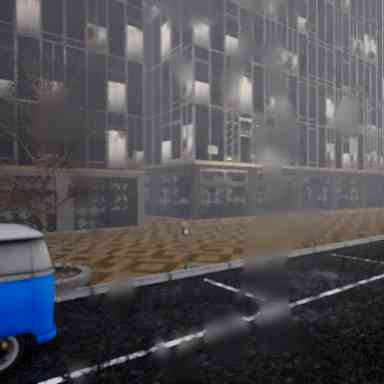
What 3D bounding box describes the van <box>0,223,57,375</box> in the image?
[{"bbox_3d":[-3.714,1.348,3.909,3.998,1.788,1.690,-1,0,-36],"label":"van"}]
